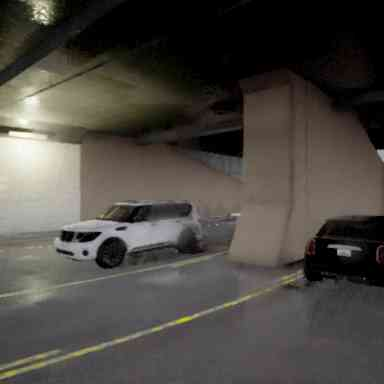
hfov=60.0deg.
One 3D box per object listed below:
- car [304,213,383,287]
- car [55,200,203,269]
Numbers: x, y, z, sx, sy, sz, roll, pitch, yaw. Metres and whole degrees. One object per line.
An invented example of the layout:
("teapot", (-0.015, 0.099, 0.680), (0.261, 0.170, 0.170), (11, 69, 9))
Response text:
("car", (4.888, 1.396, 9.090), (2.097, 1.767, 4.553), (-1, -1, 43))
("car", (-1.960, 1.325, 12.035), (2.150, 2.045, 5.566), (0, 0, 43))
